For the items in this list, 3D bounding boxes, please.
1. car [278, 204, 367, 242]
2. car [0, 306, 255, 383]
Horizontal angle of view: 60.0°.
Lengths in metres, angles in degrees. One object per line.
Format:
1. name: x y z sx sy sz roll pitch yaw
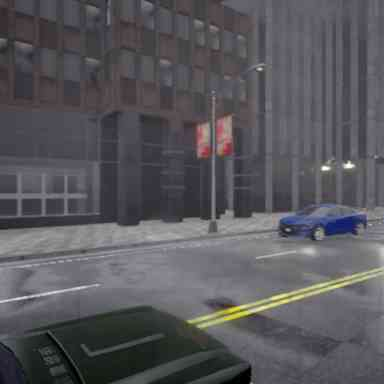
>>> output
1. car: 6.221 1.343 15.718 5.008 1.535 1.882 -1 0 -33
2. car: -1.764 1.601 2.152 4.718 1.301 1.895 -1 0 -35
